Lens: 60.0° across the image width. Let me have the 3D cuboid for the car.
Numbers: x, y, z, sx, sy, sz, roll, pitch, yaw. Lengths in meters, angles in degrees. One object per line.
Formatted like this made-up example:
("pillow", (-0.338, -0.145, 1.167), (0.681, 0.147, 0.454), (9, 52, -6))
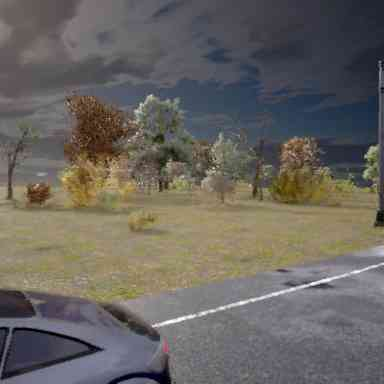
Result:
("car", (-2.184, 1.564, 2.476), (4.181, 1.385, 1.994), (0, 0, -36))
